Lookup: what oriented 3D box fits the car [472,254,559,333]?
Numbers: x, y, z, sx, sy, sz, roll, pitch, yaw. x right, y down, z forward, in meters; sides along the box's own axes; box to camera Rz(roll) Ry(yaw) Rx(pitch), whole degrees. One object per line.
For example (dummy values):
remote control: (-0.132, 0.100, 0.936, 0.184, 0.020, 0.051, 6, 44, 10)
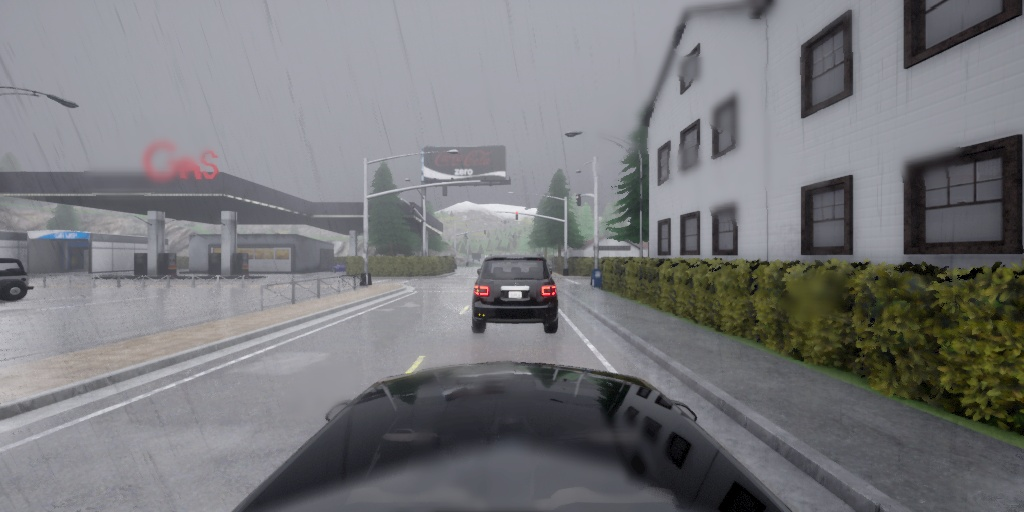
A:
car: (0.085, 0.971, 10.829, 2.150, 2.045, 5.566, 0, 0, 0)
